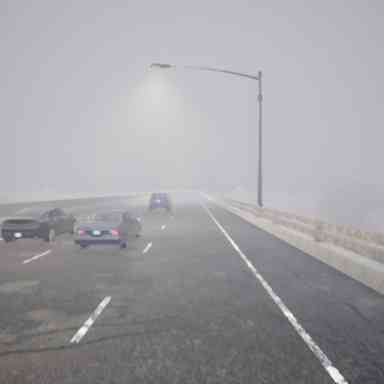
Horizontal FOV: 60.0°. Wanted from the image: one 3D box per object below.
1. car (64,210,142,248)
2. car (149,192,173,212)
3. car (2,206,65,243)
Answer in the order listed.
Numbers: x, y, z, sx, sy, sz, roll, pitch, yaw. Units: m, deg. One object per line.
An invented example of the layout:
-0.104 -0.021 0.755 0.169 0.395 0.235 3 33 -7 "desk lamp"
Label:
-3.400 1.486 14.365 2.033 1.411 5.357 0 0 0 "car"
-3.396 1.064 36.379 2.150 2.045 5.566 0 0 0 "car"
-6.899 1.438 15.606 1.837 1.490 4.892 0 0 0 "car"
